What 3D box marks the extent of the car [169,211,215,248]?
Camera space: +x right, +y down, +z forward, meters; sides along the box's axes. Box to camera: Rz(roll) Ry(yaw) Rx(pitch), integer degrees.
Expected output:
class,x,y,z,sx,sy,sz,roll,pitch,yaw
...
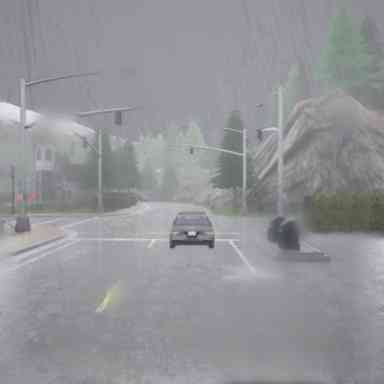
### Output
class,x,y,z,sx,sy,sz,roll,pitch,yaw
car,0.000,1.560,14.650,2.033,1.411,5.357,0,0,0

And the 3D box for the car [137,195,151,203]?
class,x,y,z,sx,sy,sz,roll,pitch,yaw
car,-10.065,1.494,69.439,1.837,1.490,4.892,0,0,-27
